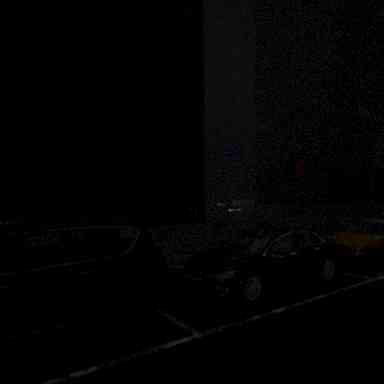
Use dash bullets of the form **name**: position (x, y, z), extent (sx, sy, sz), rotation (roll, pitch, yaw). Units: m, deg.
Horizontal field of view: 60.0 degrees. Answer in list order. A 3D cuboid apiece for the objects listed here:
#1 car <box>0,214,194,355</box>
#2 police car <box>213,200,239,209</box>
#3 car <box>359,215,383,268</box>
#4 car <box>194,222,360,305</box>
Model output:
- **car**: position (-2.684, 1.313, 4.735), extent (5.009, 1.841, 2.192), rotation (0, 0, -35)
- **police car**: position (5.794, 2.094, 55.633), extent (2.038, 1.542, 4.974), rotation (0, -1, -36)
- **car**: position (6.156, 1.471, 11.037), extent (4.829, 1.417, 1.752), rotation (0, 0, -35)
- **car**: position (1.806, 1.522, 7.936), extent (4.403, 1.369, 2.008), rotation (0, 0, -35)
